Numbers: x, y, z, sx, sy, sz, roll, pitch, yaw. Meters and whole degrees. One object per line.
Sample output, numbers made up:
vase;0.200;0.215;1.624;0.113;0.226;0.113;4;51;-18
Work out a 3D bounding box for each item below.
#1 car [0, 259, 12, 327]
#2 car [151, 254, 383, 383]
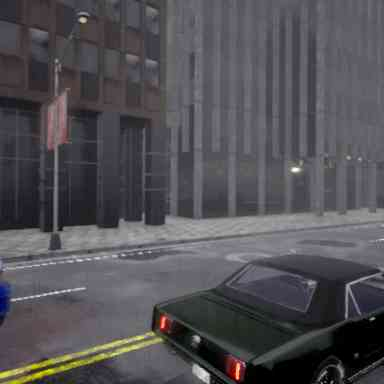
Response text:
car;-5.049;1.479;4.037;5.008;1.535;1.882;0;0;-36
car;1.917;1.593;4.735;4.718;1.301;1.895;0;0;-35
